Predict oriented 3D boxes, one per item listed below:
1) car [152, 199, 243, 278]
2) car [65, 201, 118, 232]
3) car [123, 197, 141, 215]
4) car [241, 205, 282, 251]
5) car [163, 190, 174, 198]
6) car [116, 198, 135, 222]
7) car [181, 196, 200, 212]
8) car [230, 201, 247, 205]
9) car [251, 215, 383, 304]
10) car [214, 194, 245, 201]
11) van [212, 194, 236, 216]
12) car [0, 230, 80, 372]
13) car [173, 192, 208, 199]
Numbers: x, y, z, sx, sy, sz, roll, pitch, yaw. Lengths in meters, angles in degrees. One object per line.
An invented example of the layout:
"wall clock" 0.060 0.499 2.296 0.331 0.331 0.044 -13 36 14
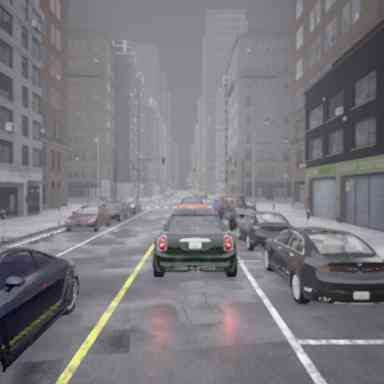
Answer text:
"car" 0.076 1.260 9.979 2.097 1.767 4.553 0 1 0
"car" -5.709 1.409 18.781 1.802 1.307 4.206 0 1 0
"car" -5.731 1.168 29.829 1.967 1.590 4.097 0 1 0
"car" 2.828 1.430 13.282 2.008 1.369 4.403 0 1 0
"car" -6.373 0.708 84.850 1.967 1.590 4.097 0 0 -1
"car" -5.720 1.343 24.306 1.947 1.339 4.313 0 1 0
"car" -0.075 1.213 34.435 1.812 1.442 4.674 0 1 1
"car" 2.817 1.395 18.806 1.947 1.339 4.313 0 1 0
"car" 2.840 1.480 7.759 2.008 1.369 4.403 0 1 0
"car" 2.807 1.094 24.327 2.192 1.841 5.009 0 1 0
"van" 2.795 1.070 29.851 1.690 1.788 3.998 0 1 0
"car" -3.113 1.520 4.622 1.994 1.385 4.181 0 1 0
"car" 0.042 1.132 24.198 2.097 1.767 4.553 0 1 2
